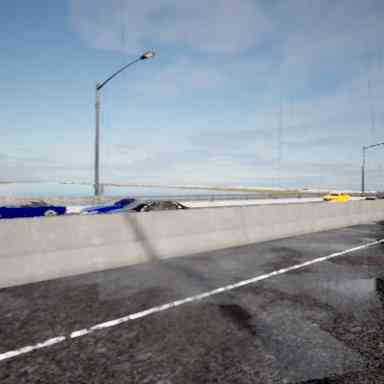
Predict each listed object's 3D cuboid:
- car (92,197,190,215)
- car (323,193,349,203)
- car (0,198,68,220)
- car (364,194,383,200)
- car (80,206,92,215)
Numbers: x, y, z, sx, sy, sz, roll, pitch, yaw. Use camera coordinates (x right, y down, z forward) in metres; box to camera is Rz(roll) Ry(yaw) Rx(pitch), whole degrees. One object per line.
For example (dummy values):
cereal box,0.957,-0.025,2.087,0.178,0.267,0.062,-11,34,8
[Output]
car,-2.159,1.119,16.644,4.892,1.490,1.837,0,2,-43
car,20.443,0.817,47.138,5.008,1.535,1.882,0,2,-42
car,-9.802,1.042,19.064,4.718,1.301,1.895,0,2,-43
car,26.929,0.963,48.296,5.357,1.411,2.033,0,2,-42
car,-4.205,1.048,19.524,4.674,1.442,1.812,0,2,-43
